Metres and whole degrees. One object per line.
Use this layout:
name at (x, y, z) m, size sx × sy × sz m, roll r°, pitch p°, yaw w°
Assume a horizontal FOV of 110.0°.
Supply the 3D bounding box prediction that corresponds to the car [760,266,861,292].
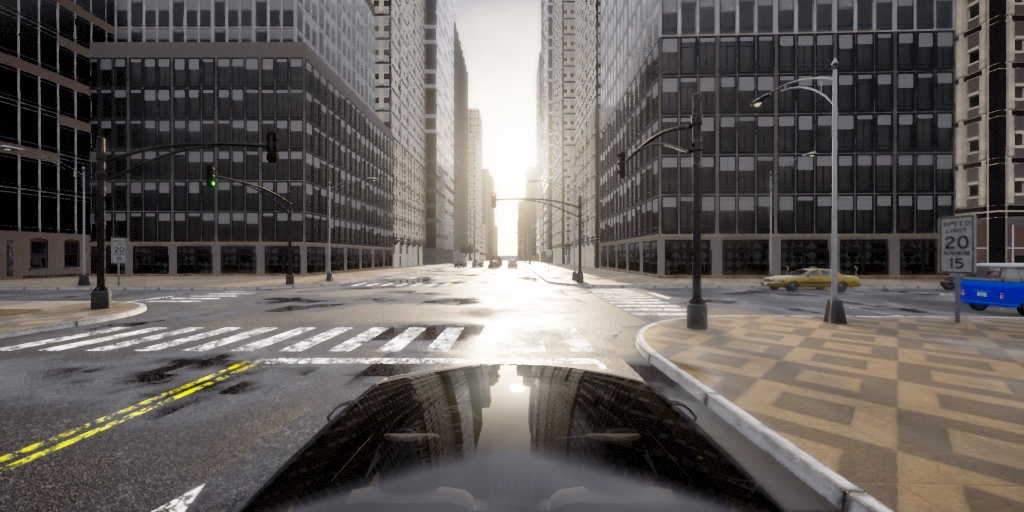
car at (17.124, 1.293, 20.719) m, size 4.829 × 1.417 × 1.751 m, roll 0°, pitch 0°, yaw 2°

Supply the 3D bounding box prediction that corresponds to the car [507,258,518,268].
car at (0.124, 1.408, 63.338) m, size 2.033 × 1.411 × 5.357 m, roll 0°, pitch 0°, yaw 0°

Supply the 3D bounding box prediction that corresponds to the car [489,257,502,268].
car at (-3.126, 1.386, 63.344) m, size 1.812 × 1.442 × 4.674 m, roll 0°, pitch 0°, yaw 0°

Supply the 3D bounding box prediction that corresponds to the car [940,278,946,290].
car at (26.958, 1.356, 20.214) m, size 4.207 × 1.307 × 1.802 m, roll 0°, pitch 0°, yaw 2°

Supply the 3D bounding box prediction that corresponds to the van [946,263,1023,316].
van at (18.378, 1.119, 12.544) m, size 3.998 × 1.789 × 1.690 m, roll 0°, pitch 0°, yaw 2°
